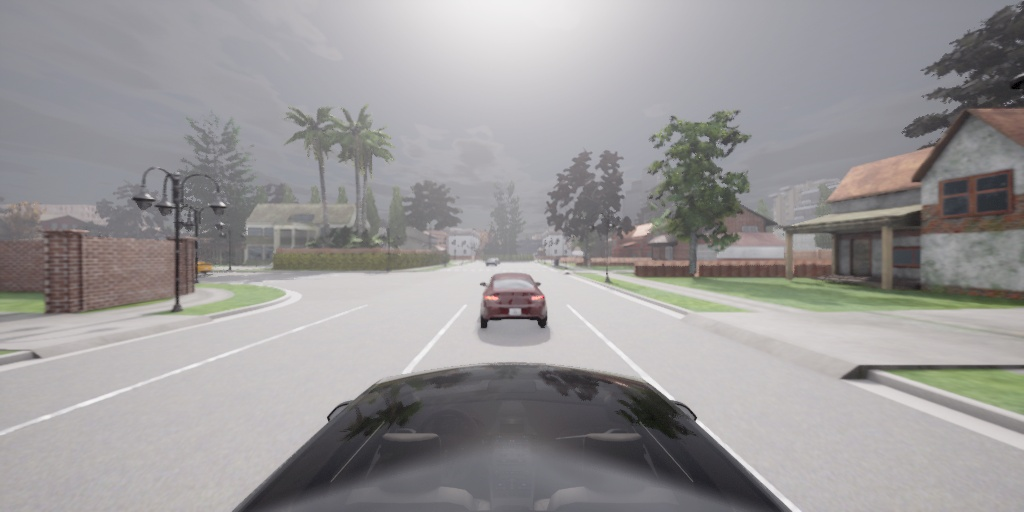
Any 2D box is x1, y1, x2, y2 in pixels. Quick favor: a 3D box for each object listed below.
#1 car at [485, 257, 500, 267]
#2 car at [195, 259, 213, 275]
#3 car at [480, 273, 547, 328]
[{"bbox_3d":[-3.534,1.071,61.819,2.033,1.411,5.357,0,0,1],"label":"car"},{"bbox_3d":[-28.494,0.912,30.610,5.008,1.535,1.882,0,0,1],"label":"car"},{"bbox_3d":[-0.028,1.241,11.198,1.812,1.442,4.674,0,-1,-3],"label":"car"}]
